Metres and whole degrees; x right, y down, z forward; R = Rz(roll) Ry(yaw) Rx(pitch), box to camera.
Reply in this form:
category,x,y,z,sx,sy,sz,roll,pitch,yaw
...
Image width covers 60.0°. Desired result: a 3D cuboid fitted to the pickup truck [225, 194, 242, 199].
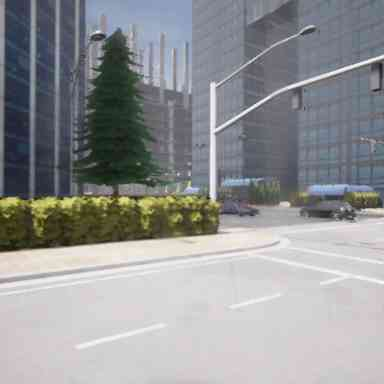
category,x,y,z,sx,sy,sz,roll,pitch,yaw
pickup truck,7.784,1.355,62.842,2.390,2.098,6.274,0,0,-6

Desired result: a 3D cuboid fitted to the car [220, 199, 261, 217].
category,x,y,z,sx,sy,sz,roll,pitch,yaw
car,4.337,1.705,33.218,2.033,1.411,5.357,0,0,-36

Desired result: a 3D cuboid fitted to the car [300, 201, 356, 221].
category,x,y,z,sx,sy,sz,roll,pitch,yaw
car,11.790,1.535,29.141,2.097,1.767,4.553,0,0,-34
